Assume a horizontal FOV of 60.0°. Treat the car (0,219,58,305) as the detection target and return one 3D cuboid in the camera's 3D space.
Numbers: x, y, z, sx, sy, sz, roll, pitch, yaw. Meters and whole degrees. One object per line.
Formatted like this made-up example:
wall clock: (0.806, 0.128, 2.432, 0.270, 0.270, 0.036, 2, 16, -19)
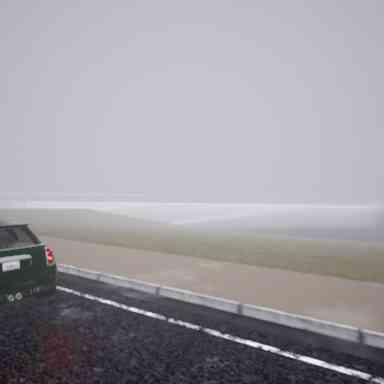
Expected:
car: (-4.987, 1.348, 7.235, 4.553, 1.767, 2.097, 0, 0, 36)
